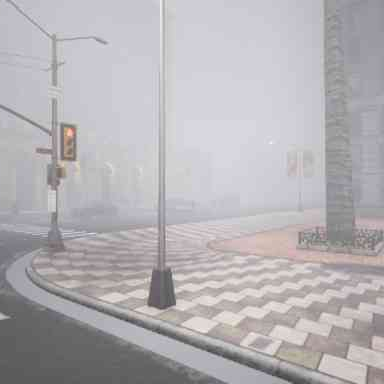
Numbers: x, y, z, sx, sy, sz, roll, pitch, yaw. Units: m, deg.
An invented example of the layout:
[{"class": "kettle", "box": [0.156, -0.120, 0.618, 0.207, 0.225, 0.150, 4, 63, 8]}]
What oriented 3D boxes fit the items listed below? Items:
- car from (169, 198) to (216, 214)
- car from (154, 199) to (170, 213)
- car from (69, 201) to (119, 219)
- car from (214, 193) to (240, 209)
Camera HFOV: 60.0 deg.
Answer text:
[{"class": "car", "box": [0.130, 1.601, 35.119, 1.895, 1.301, 4.718, 0, 0, 38]}, {"class": "car", "box": [-2.242, 1.505, 38.084, 1.837, 1.490, 4.892, 0, 0, 38]}, {"class": "car", "box": [-8.695, 1.526, 29.897, 1.812, 1.442, 4.674, 0, 0, 39]}, {"class": "car", "box": [4.694, 1.222, 46.869, 2.150, 2.045, 5.566, 0, 0, 38]}]
